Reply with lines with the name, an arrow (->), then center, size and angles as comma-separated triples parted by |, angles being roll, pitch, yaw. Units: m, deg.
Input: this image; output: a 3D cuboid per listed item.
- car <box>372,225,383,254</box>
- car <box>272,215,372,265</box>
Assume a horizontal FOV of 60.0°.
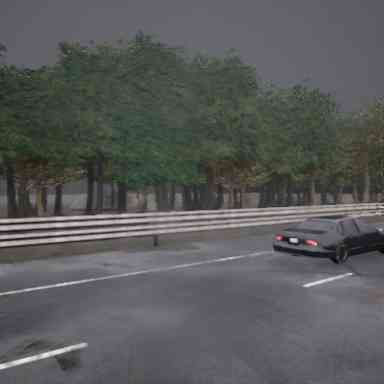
car -> 7.260, 1.543, 8.924 | 5.357, 1.411, 2.033 | 0, 0, -35
car -> 5.198, 1.543, 11.752 | 5.357, 1.411, 2.033 | 0, 0, -35
